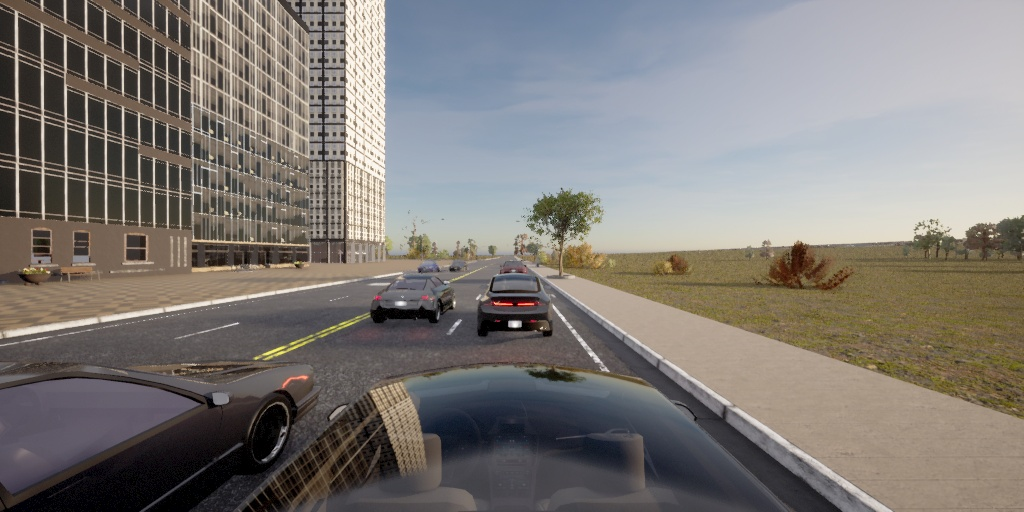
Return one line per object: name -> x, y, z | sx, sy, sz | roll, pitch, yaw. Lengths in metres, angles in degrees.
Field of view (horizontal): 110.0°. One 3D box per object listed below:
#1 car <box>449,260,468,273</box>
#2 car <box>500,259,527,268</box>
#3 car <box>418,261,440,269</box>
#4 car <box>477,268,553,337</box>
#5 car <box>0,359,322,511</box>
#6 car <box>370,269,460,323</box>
car -> -6.573, 1.251, 44.358 | 1.837, 1.490, 4.892 | 0, 0, 0
car -> 0.113, 1.100, 28.348 | 2.097, 1.767, 4.553 | 0, 0, 0
car -> -9.815, 1.271, 42.564 | 1.812, 1.442, 4.674 | 0, 0, 0
car -> 0.100, 1.254, 10.330 | 1.837, 1.490, 4.892 | 0, 0, 1
car -> -3.148, 1.297, 1.720 | 2.033, 1.411, 5.357 | 0, 0, 0
car -> -3.143, 1.313, 12.128 | 1.994, 1.385, 4.181 | 0, 0, 0
